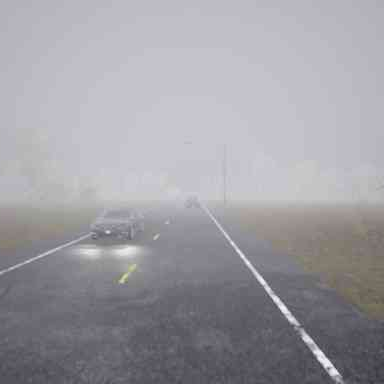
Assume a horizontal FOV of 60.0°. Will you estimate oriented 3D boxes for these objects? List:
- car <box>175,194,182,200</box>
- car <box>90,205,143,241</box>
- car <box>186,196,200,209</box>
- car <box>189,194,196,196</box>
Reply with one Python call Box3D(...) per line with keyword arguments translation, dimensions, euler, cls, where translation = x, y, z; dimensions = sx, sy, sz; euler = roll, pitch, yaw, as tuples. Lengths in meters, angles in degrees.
Box3D(translation=(-3.479, 1.325, 88.915), dimensions=(2.033, 1.411, 5.357), euler=(0, 0, 0), cls="car")
Box3D(translation=(-3.596, 1.467, 16.638), dimensions=(1.837, 1.490, 4.892), euler=(0, 0, 0), cls="car")
Box3D(translation=(0.110, 1.498, 44.213), dimensions=(1.895, 1.301, 4.718), euler=(0, 0, 0), cls="car")
Box3D(translation=(0.114, 1.205, 61.863), dimensions=(2.097, 1.767, 4.553), euler=(0, 0, 0), cls="car")
